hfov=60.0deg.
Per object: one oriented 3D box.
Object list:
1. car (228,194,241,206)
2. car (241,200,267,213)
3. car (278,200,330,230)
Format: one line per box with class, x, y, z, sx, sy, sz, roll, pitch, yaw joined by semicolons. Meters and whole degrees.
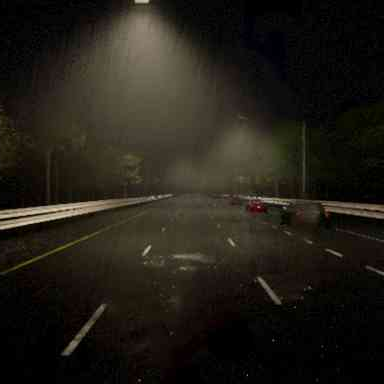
car;7.143;1.539;55.084;1.812;1.442;4.674;0;0;0
car;7.083;1.571;37.201;1.994;1.385;4.181;0;0;0
car;7.032;1.354;21.306;2.097;1.767;4.553;0;0;0
